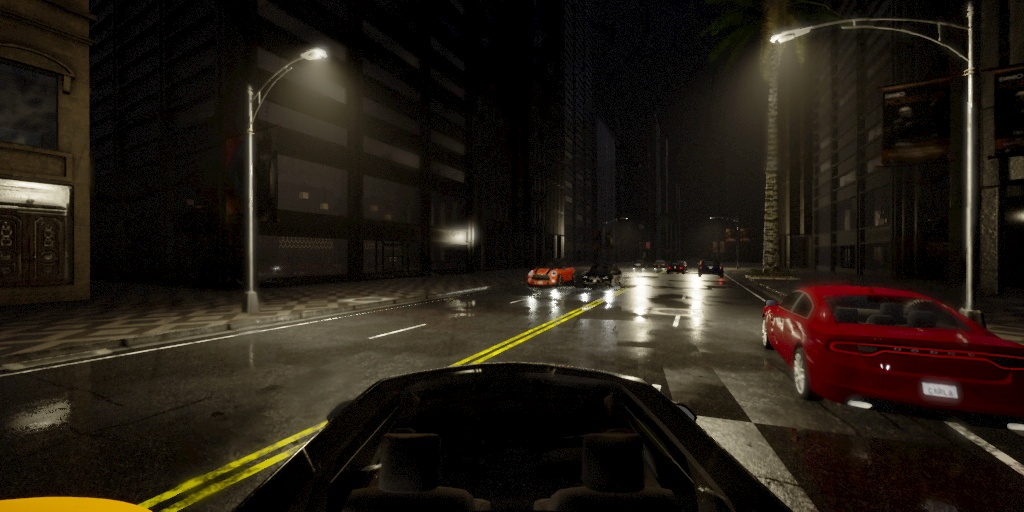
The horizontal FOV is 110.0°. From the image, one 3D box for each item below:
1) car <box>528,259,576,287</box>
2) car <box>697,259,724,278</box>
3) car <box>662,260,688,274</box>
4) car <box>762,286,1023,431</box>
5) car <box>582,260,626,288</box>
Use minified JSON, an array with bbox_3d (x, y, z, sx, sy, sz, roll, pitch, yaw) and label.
[{"bbox_3d":[2.796,1.107,24.580,2.097,1.767,4.553,0,0,27],"label":"car"},{"bbox_3d":[19.305,1.118,34.939,2.097,1.767,4.553,0,0,27],"label":"car"},{"bbox_3d":[18.667,1.317,40.762,2.033,1.411,5.357,0,0,27],"label":"car"},{"bbox_3d":[5.516,1.228,5.869,1.882,1.535,5.008,0,0,27],"label":"car"},{"bbox_3d":[6.132,1.261,23.963,1.837,1.490,4.892,0,0,27],"label":"car"}]
